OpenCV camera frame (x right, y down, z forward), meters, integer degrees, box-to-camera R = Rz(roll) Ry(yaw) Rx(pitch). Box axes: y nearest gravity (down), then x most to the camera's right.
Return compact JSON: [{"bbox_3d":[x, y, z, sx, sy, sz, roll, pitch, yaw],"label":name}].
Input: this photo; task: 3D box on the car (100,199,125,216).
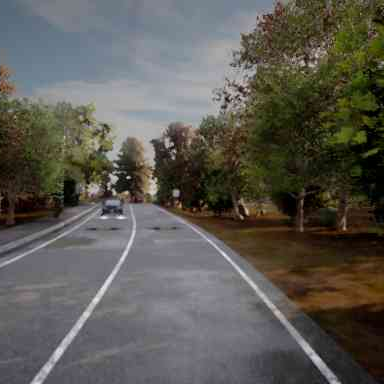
[{"bbox_3d":[-7.397,1.382,31.252,1.812,1.442,4.674,1,0,-11],"label":"car"}]
